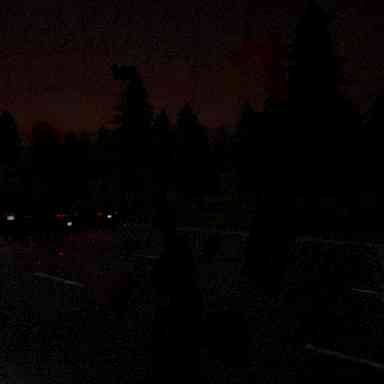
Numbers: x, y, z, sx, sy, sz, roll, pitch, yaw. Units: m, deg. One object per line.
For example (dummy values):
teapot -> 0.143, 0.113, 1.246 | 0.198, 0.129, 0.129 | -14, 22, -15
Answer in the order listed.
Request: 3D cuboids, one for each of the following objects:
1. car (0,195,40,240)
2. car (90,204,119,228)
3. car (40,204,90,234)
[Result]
car -> -9.553, 1.138, 15.102 | 5.566, 2.045, 2.150 | 0, 0, 36
car -> -6.722, 1.474, 21.679 | 4.181, 1.385, 1.994 | 0, 0, 36
car -> -8.247, 1.404, 18.468 | 4.902, 1.511, 2.128 | 0, 0, 36
